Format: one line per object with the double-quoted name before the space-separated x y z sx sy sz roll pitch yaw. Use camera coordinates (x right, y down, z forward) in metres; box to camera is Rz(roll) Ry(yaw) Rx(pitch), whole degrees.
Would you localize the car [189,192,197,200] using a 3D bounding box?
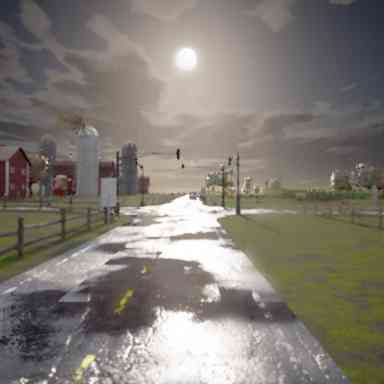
"car" 0.231 1.372 91.269 2.128 1.511 4.902 0 0 0
